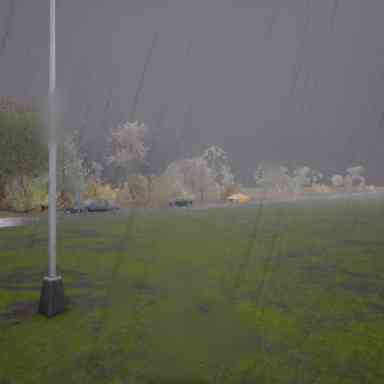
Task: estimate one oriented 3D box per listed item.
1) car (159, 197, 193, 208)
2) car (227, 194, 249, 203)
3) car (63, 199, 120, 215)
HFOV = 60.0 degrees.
[{"bbox_3d":[-1.960,1.299,41.697,1.895,1.301,4.718,0,1,36],"label":"car"},{"bbox_3d":[7.513,1.036,54.463,1.882,1.535,5.008,0,1,36],"label":"car"},{"bbox_3d":[-9.372,1.355,31.596,2.033,1.411,5.357,0,1,36],"label":"car"}]
